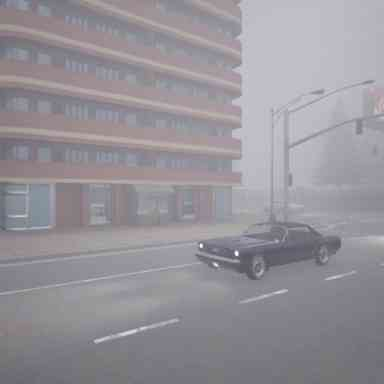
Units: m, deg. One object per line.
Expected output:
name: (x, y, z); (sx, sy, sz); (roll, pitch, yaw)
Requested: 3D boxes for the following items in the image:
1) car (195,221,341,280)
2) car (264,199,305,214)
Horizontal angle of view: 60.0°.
car: (2.409, 1.601, 10.061); (4.718, 1.301, 1.895); (0, 0, -36)
car: (9.663, 1.525, 35.093); (1.812, 1.442, 4.674); (0, 0, -36)
